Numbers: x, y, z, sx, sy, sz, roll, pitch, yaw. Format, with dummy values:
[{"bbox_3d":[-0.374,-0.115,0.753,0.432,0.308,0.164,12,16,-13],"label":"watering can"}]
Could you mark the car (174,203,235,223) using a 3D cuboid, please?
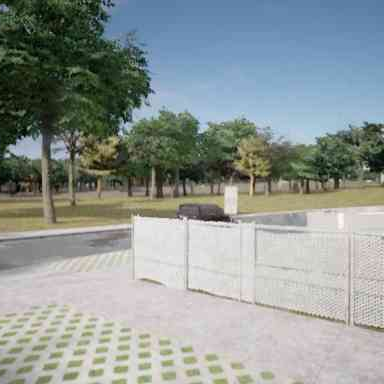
[{"bbox_3d":[0.970,1.824,23.217,2.150,2.045,5.566,1,-1,34],"label":"car"}]
